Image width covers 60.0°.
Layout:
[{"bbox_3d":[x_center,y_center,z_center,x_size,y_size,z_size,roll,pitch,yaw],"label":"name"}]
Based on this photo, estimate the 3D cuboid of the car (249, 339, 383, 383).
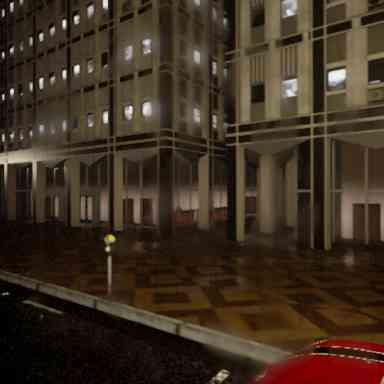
[{"bbox_3d":[1.993,1.442,1.458,4.097,1.590,1.967,0,0,35],"label":"car"}]
